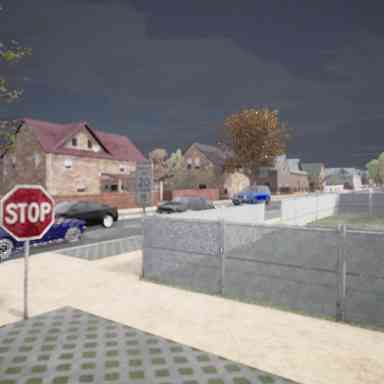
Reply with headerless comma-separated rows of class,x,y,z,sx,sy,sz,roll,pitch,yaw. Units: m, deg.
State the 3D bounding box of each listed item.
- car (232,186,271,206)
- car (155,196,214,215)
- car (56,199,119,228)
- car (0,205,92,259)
car,6.185,0.387,33.926,2.150,2.045,5.566,1,2,36
car,-0.369,0.980,24.731,2.033,1.411,5.357,1,2,35
car,-5.971,1.140,16.791,1.882,1.535,5.008,1,2,34
car,-6.070,1.402,11.960,1.895,1.301,4.718,1,2,25
